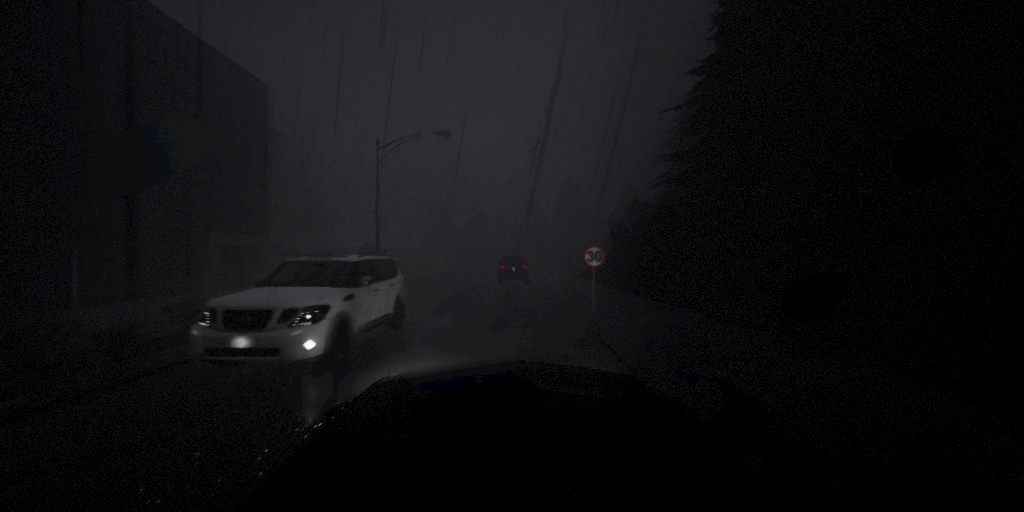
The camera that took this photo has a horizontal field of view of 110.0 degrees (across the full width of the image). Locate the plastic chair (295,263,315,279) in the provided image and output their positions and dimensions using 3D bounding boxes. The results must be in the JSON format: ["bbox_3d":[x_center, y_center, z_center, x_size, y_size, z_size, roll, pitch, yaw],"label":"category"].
[{"bbox_3d":[-15.893,1.259,27.516,0.730,1.272,0.750,0,0,0],"label":"plastic chair"}]

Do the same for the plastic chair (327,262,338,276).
[{"bbox_3d":[-14.253,1.258,28.997,0.750,1.272,0.730,0,0,0],"label":"plastic chair"}]

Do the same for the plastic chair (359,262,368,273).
[{"bbox_3d":[-12.843,1.257,30.157,0.730,1.272,0.750,0,0,0],"label":"plastic chair"}]

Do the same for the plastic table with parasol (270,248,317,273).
[{"bbox_3d":[-17.153,0.655,27.636,2.482,2.480,2.482,0,0,0],"label":"plastic table with parasol"}]

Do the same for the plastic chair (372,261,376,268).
[{"bbox_3d":[-13.534,1.253,33.827,0.750,1.272,0.730,0,0,0],"label":"plastic chair"}]

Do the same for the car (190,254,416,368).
[{"bbox_3d":[-4.088,0.968,8.185,2.150,2.045,5.566,0,0,0],"label":"car"}]

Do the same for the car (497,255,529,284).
[{"bbox_3d":[0.095,0.952,26.848,2.150,2.045,5.566,0,0,0],"label":"car"}]

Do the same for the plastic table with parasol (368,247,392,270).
[{"bbox_3d":[-13.375,0.648,35.137,2.482,2.480,2.482,0,0,0],"label":"plastic table with parasol"}]

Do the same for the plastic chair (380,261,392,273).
[{"bbox_3d":[-12.125,1.252,34.987,0.730,1.272,0.750,0,0,0],"label":"plastic chair"}]

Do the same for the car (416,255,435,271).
[{"bbox_3d":[-13.023,0.935,47.391,5.566,2.045,2.150,0,-1,-2],"label":"car"}]

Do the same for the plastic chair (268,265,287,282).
[{"bbox_3d":[-17.302,1.260,26.356,0.750,1.272,0.730,0,0,0],"label":"plastic chair"}]

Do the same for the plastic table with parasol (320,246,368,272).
[{"bbox_3d":[-14.093,0.653,30.277,2.482,2.480,2.482,0,0,0],"label":"plastic table with parasol"}]

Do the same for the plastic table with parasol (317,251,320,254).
[{"bbox_3d":[-17.684,0.650,33.677,2.482,2.480,2.482,0,0,0],"label":"plastic table with parasol"}]
